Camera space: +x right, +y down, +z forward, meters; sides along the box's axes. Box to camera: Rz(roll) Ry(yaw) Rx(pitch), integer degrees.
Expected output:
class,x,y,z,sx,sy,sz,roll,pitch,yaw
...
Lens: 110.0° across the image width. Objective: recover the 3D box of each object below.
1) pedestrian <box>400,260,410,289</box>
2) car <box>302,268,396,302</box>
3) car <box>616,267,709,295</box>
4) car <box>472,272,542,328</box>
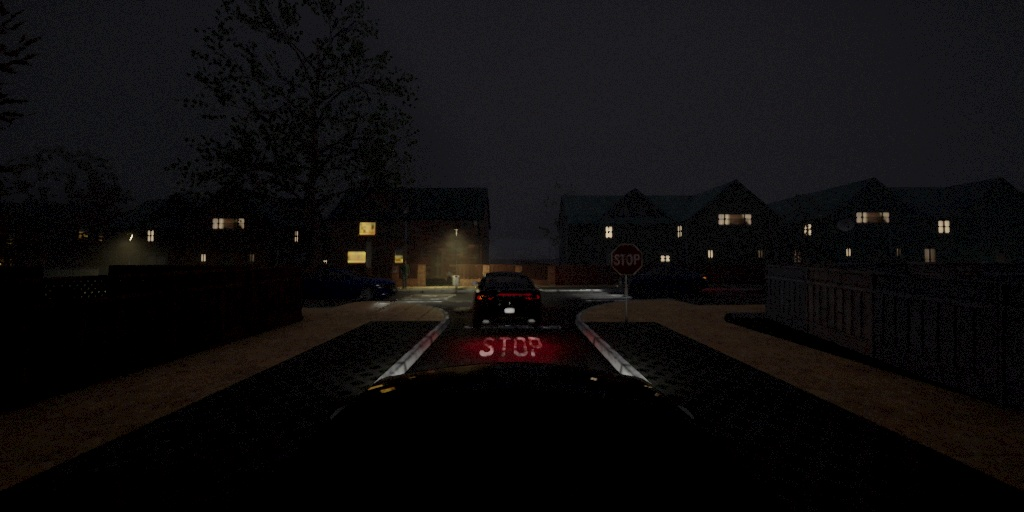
class,x,y,z,sx,sy,sz,roll,pitch,yaw
pedestrian,-6.707,1.133,22.390,0.375,1.860,0.375,0,-1,1
car,-7.921,1.327,16.537,5.008,1.535,1.882,-1,-2,1
car,8.003,1.305,19.276,4.674,1.442,1.812,-1,-2,1
car,-0.258,1.236,11.505,1.882,1.535,5.008,0,0,-4
